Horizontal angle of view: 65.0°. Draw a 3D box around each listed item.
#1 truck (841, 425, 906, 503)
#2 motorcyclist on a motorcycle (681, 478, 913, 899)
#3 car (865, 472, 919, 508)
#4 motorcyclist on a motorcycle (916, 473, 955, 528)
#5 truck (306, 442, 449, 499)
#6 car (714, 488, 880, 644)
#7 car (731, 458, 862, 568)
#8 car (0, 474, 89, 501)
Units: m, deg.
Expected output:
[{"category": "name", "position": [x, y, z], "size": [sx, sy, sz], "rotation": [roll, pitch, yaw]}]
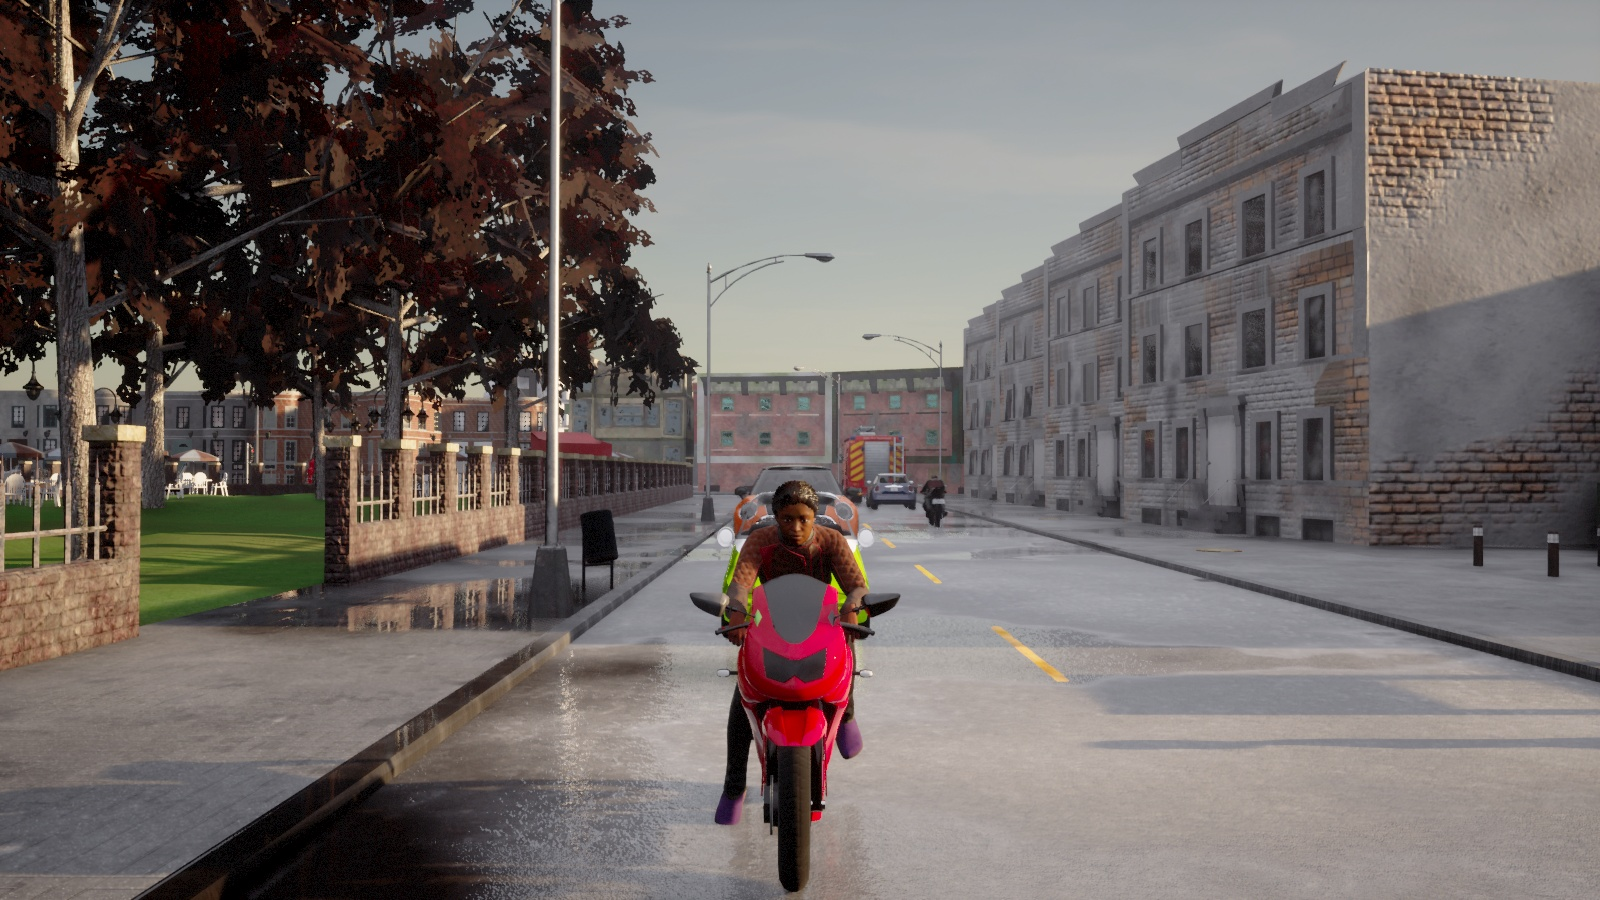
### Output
[{"category": "truck", "position": [3.766, 0.744, 66.172], "size": [2.891, 3.827, 8.468], "rotation": [0, -1, 0]}, {"category": "motorcyclist on a motorcycle", "position": [-0.014, 0.887, 5.366], "size": [0.797, 1.523, 2.044], "rotation": [0, -1, 0]}, {"category": "car", "position": [3.823, 1.651, 52.933], "size": [1.970, 1.475, 3.806], "rotation": [0, -1, 0]}, {"category": "motorcyclist on a motorcycle", "position": [3.888, 1.442, 36.285], "size": [0.866, 1.530, 2.191], "rotation": [0, -1, 0]}, {"category": "truck", "position": [-26.326, 1.253, 78.481], "size": [7.936, 3.462, 2.891], "rotation": [0, -1, 0]}, {"category": "car", "position": [-0.032, 1.077, 12.395], "size": [1.481, 1.376, 2.207], "rotation": [0, -1, 0]}, {"category": "car", "position": [-0.060, 1.049, 22.423], "size": [2.097, 1.767, 4.553], "rotation": [0, -1, 0]}, {"category": "car", "position": [-44.037, 2.157, 72.803], "size": [2.007, 1.525, 4.514], "rotation": [-1, -1, 30]}]
